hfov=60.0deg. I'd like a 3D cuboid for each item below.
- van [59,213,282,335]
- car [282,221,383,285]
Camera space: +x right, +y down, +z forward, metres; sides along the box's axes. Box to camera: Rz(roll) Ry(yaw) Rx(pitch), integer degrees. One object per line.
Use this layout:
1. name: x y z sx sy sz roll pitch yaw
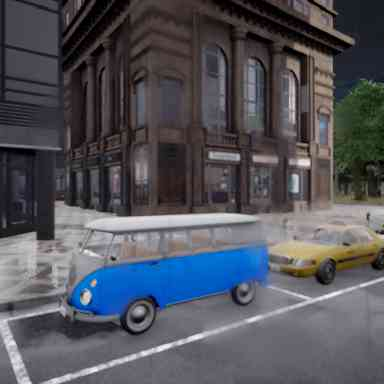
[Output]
1. van: -0.306 1.342 6.424 3.998 1.788 1.690 0 0 -35
2. car: 3.990 1.527 9.474 4.829 1.417 1.752 0 0 -35
